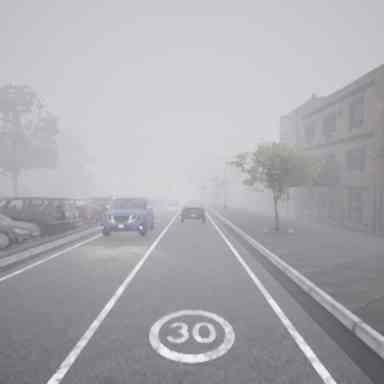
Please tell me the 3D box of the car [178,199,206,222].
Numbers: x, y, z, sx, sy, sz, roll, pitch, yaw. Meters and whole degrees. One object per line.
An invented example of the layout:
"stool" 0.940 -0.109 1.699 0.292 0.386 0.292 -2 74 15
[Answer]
"car" 0.098 1.604 27.482 1.882 1.535 5.008 0 0 0

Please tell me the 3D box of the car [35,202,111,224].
"car" -8.844 1.575 24.996 4.892 1.521 2.231 0 0 0

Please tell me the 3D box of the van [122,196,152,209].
"van" -8.771 1.601 53.026 4.442 1.987 1.878 0 -1 0

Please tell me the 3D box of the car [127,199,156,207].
"car" -8.867 1.917 58.630 4.792 1.488 2.163 0 -1 0

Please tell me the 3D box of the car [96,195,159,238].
"car" -3.350 1.281 18.452 2.150 2.045 5.566 0 0 0

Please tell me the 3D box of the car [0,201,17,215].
"car" -21.973 1.690 36.038 4.792 1.488 2.163 0 0 0

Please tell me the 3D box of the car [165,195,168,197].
"car" -8.891 1.820 75.451 5.566 2.045 2.435 0 -1 0

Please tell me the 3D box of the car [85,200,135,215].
"car" -8.860 1.661 36.212 4.892 1.521 2.231 0 0 0

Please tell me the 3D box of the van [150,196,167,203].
"van" -9.056 1.998 89.467 4.442 1.987 1.878 0 -1 0

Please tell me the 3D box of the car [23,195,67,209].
"car" -21.935 1.542 49.840 5.566 2.045 2.435 0 -1 0

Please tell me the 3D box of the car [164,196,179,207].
"car" -3.286 1.927 60.494 2.128 1.511 4.902 0 -1 1

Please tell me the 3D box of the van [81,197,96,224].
"van" -8.732 1.327 22.193 4.442 1.987 1.878 0 0 0

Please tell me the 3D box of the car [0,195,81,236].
"car" -8.873 1.262 16.588 5.566 2.045 2.435 0 0 0

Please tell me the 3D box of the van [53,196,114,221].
"van" -8.970 1.370 27.800 4.442 1.987 1.878 0 0 0

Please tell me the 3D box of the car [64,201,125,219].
"car" -8.851 1.617 30.602 5.008 1.535 2.097 0 0 0

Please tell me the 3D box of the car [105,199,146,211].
"car" -8.871 1.736 44.618 5.008 1.535 2.097 0 -1 0

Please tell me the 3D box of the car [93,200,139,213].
"car" -8.839 1.714 39.010 4.792 1.488 2.163 0 -1 0

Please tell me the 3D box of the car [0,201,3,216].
"car" -21.911 1.668 33.253 4.792 1.488 2.163 0 0 0

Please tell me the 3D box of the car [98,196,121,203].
"car" -22.047 1.968 88.940 5.566 2.045 2.435 0 -1 0

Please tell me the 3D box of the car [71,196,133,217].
"car" -8.889 1.387 33.407 5.566 2.045 2.435 0 0 0

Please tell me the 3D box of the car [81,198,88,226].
"car" -8.814 1.405 19.388 4.553 1.767 2.185 0 0 0

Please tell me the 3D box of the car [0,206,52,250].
"car" -8.851 1.496 13.782 4.892 1.521 2.231 0 0 0

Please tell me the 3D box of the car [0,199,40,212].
"car" -21.946 1.709 41.607 5.008 1.535 2.097 0 -1 0

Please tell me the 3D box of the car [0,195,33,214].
"car" -21.920 1.432 38.823 5.566 2.045 2.435 0 0 0

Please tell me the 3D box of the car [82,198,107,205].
"car" -22.004 2.069 75.059 4.892 1.521 2.231 0 -1 0

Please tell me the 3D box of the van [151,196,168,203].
"van" -9.059 2.029 92.270 4.442 1.987 1.878 0 -1 0

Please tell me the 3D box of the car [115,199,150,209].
"car" -8.913 1.826 50.220 4.792 1.488 2.163 0 -1 0

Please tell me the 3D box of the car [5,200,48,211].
"car" -21.953 1.774 44.268 4.674 1.452 2.002 0 -1 0

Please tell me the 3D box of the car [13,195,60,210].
"car" -21.930 1.513 47.178 5.566 2.045 2.435 0 -1 0

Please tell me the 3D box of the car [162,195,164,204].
"car" -8.880 1.884 69.844 4.553 1.767 2.185 0 -1 0

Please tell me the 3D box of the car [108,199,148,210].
"car" -9.066 1.762 47.417 5.366 1.575 1.946 0 -1 0

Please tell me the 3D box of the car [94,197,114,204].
"car" -22.041 2.033 83.387 4.553 1.767 2.185 0 -1 0

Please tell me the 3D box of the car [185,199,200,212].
"car" 0.074 1.712 43.453 1.801 1.575 5.366 0 -1 0
